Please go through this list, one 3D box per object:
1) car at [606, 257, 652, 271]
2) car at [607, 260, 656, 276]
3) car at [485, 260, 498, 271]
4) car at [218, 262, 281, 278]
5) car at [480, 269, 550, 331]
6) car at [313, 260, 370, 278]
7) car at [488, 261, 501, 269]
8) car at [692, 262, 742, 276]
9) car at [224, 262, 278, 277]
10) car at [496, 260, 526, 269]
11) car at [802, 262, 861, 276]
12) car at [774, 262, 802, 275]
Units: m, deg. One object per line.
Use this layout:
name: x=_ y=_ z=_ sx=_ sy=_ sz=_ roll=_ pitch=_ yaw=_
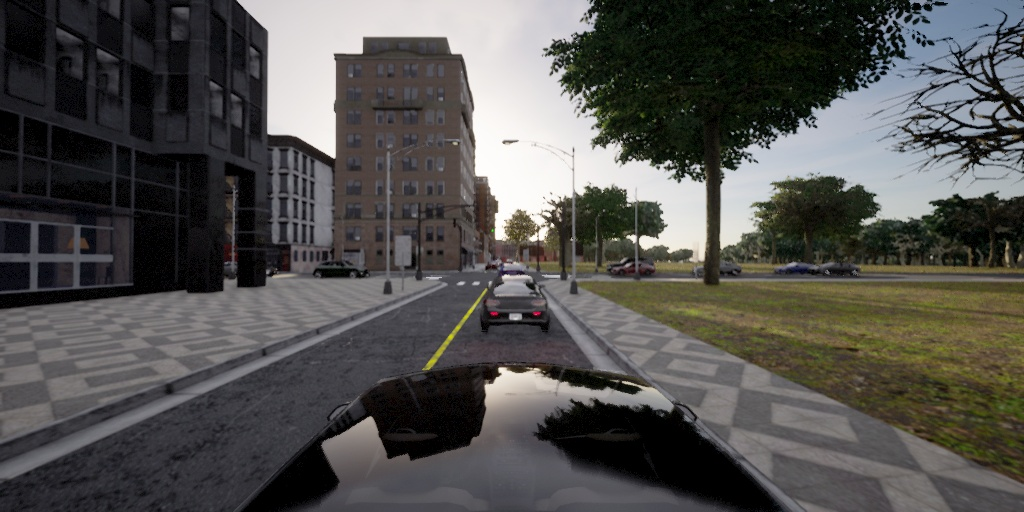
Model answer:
car: x=13.998 y=1.159 z=42.319 sx=5.566 sy=2.045 sz=2.150 roll=0 pitch=-1 yaw=0
car: x=13.179 y=1.419 z=39.045 sx=4.674 sy=1.442 sz=1.812 roll=0 pitch=-1 yaw=-3
car: x=-3.065 y=1.539 z=55.150 sx=1.895 sy=1.301 sz=4.718 roll=0 pitch=0 yaw=1
car: x=-25.869 y=1.336 z=35.430 sx=4.892 sy=1.490 sz=1.837 roll=0 pitch=-1 yaw=0
car: x=0.073 y=1.300 z=10.947 sx=1.812 sy=1.442 sz=4.674 roll=0 pitch=0 yaw=0
car: x=-15.234 y=1.137 z=32.231 sx=4.553 sy=1.767 sz=2.097 roll=0 pitch=-1 yaw=0
car: x=-3.046 y=1.537 z=64.797 sx=2.033 sy=1.411 sz=5.357 roll=0 pitch=0 yaw=0
car: x=22.377 y=1.395 z=39.102 sx=4.902 sy=1.511 sz=2.128 roll=0 pitch=-1 yaw=0
car: x=-24.371 y=1.279 z=32.187 sx=4.902 sy=1.511 sz=2.128 roll=0 pitch=-1 yaw=0
car: x=-0.013 y=1.299 z=26.808 sx=1.882 sy=1.535 sz=5.008 roll=0 pitch=0 yaw=0
car: x=35.095 y=1.427 z=39.146 sx=4.892 sy=1.490 sz=1.837 roll=0 pitch=-1 yaw=0
car: x=33.635 y=1.487 z=42.394 sx=4.674 sy=1.442 sz=1.812 roll=0 pitch=-1 yaw=0
